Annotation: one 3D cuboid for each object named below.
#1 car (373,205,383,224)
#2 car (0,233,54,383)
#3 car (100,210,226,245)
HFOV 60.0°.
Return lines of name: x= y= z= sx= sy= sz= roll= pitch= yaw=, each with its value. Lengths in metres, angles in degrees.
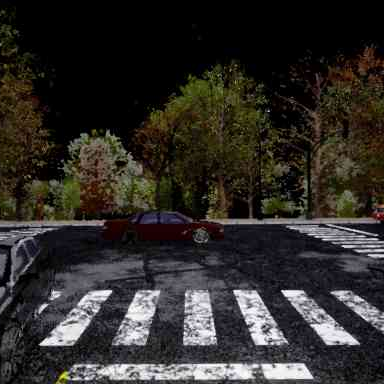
car: x=14.633 y=1.127 z=21.157 sx=5.566 sy=2.045 sz=2.150 roll=-1 pitch=-1 yaw=1
car: x=-3.354 y=1.479 z=5.081 sx=2.128 sy=1.511 sz=4.902 roll=0 pitch=1 yaw=-15
car: x=-1.246 y=1.525 z=14.681 sx=5.357 sy=1.411 sz=2.033 roll=-1 pitch=-1 yaw=1
